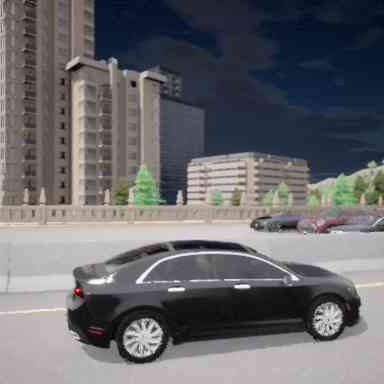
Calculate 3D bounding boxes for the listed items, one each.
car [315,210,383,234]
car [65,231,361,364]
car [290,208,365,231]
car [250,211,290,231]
[{"bbox_3d":[8.700,1.796,15.882,4.902,1.511,2.128,1,-1,-22],"label":"car"},{"bbox_3d":[0.466,1.598,5.677,4.892,1.490,1.837,1,-1,-15],"label":"car"},{"bbox_3d":[8.438,1.719,19.558,4.553,1.767,2.097,1,-1,-23],"label":"car"},{"bbox_3d":[6.042,1.967,22.353,4.181,1.385,1.994,1,-1,-22],"label":"car"}]
